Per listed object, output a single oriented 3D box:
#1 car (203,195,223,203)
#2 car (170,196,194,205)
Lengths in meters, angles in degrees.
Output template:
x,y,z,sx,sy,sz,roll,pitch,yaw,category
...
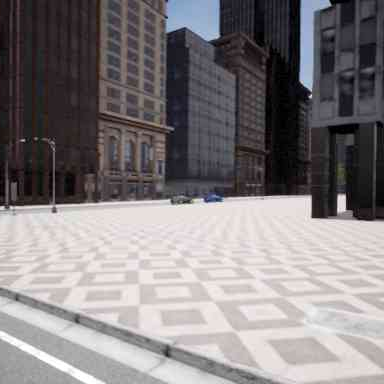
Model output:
x,y,z,sx,sy,sz,roll,pitch,yaw,category
4.133,1.303,63.493,1.882,1.535,5.008,1,1,35,car
-1.643,1.361,55.245,2.128,1.511,4.902,1,1,36,car
